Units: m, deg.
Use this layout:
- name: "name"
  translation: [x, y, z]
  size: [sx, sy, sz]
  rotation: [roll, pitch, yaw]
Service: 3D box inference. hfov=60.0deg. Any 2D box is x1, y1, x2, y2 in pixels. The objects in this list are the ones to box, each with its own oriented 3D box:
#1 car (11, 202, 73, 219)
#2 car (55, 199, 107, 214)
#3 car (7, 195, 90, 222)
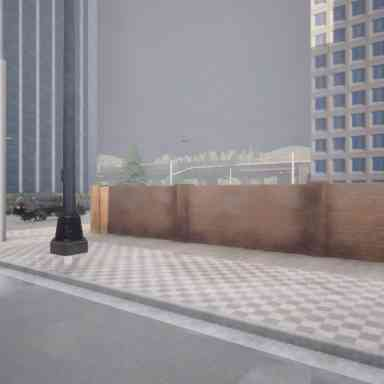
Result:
- name: "car"
  translation: [-13.373, 1.601, 29.922]
  size: [1.895, 1.301, 4.718]
  rotation: [0, 0, 35]
- name: "car"
  translation: [-12.366, 1.547, 37.458]
  size: [2.033, 1.411, 5.357]
  rotation: [0, 0, 35]
- name: "car"
  translation: [-11.212, 1.221, 26.557]
  size: [2.150, 2.045, 5.566]
  rotation: [0, 0, 35]
